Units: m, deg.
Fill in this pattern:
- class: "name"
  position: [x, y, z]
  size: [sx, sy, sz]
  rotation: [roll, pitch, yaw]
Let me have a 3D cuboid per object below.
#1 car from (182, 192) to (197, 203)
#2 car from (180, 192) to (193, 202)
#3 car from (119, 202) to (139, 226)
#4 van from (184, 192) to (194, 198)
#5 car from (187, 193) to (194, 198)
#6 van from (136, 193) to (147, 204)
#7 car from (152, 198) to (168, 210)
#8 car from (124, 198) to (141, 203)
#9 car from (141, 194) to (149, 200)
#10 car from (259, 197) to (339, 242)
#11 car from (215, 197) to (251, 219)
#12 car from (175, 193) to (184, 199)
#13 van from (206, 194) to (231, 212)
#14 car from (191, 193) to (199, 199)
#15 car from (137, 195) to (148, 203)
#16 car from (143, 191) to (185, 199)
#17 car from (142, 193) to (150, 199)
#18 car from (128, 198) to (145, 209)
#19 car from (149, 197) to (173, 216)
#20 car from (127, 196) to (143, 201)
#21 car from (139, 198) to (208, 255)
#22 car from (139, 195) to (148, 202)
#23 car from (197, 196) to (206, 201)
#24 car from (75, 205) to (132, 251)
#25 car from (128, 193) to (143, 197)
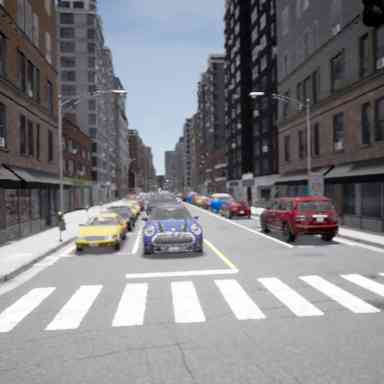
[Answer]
- class: "car"
  position: [-0.510, 0.934, 60.220]
  size: [2.192, 1.841, 5.009]
  rotation: [-1, 0, -7]
- class: "car"
  position: [-1.162, 0.905, 65.839]
  size: [2.192, 1.841, 5.009]
  rotation: [-1, 0, -7]
- class: "car"
  position: [-4.419, 1.526, 19.934]
  size: [1.947, 1.339, 4.313]
  rotation: [-1, 0, -7]
- class: "van"
  position: [0.142, 0.988, 54.601]
  size: [1.690, 1.788, 3.998]
  rotation: [-1, 0, -7]
- class: "car"
  position: [0.796, 1.257, 48.985]
  size: [1.802, 1.307, 4.206]
  rotation: [-1, 0, -7]
- class: "van"
  position: [-8.978, 1.112, 59.254]
  size: [1.690, 1.788, 3.998]
  rotation: [-1, 0, -7]
- class: "car"
  position: [-4.018, 1.411, 41.285]
  size: [1.895, 1.301, 4.718]
  rotation: [-1, 0, -7]
- class: "car"
  position: [-5.051, 1.460, 25.382]
  size: [1.752, 1.417, 4.829]
  rotation: [-1, 0, -7]
- class: "car"
  position: [-11.580, 1.268, 81.720]
  size: [1.802, 1.307, 4.206]
  rotation: [-1, 0, -7]
- class: "car"
  position: [4.700, 1.148, 15.269]
  size: [2.192, 1.841, 5.009]
  rotation: [-1, 0, -7]
- class: "car"
  position: [3.401, 1.326, 26.508]
  size: [1.887, 1.381, 4.507]
  rotation: [-1, 0, -7]
- class: "car"
  position: [-3.114, 0.974, 82.692]
  size: [1.967, 1.590, 4.097]
  rotation: [-1, 0, -7]
- class: "van"
  position: [2.746, 1.097, 32.126]
  size: [1.690, 1.788, 3.998]
  rotation: [-1, 0, -7]
- class: "car"
  position: [1.427, 1.226, 43.534]
  size: [1.752, 1.417, 4.829]
  rotation: [-1, 0, -7]
- class: "car"
  position: [-9.627, 1.287, 64.873]
  size: [1.887, 1.381, 4.507]
  rotation: [-1, 0, -7]
- class: "car"
  position: [-1.974, 1.121, 22.704]
  size: [2.150, 2.045, 5.566]
  rotation: [-1, 0, -6]
- class: "car"
  position: [-12.884, 1.100, 92.954]
  size: [1.967, 1.590, 4.097]
  rotation: [-1, 0, -7]
- class: "car"
  position: [-7.022, 1.436, 42.403]
  size: [1.802, 1.307, 4.206]
  rotation: [-1, 0, -7]
- class: "car"
  position: [-3.055, 1.345, 32.519]
  size: [2.128, 1.511, 4.902]
  rotation: [-1, 0, -6]
- class: "car"
  position: [-5.702, 1.434, 30.999]
  size: [1.752, 1.417, 4.829]
  rotation: [-1, 0, -7]
- class: "car"
  position: [-0.866, 1.294, 13.219]
  size: [2.097, 1.767, 4.553]
  rotation: [-1, 0, -7]
- class: "car"
  position: [-10.278, 1.300, 70.490]
  size: [1.802, 1.307, 4.206]
  rotation: [-1, 0, -7]
- class: "car"
  position: [2.099, 1.311, 37.746]
  size: [1.802, 1.307, 4.206]
  rotation: [-1, 0, -7]
- class: "car"
  position: [-3.749, 1.511, 14.147]
  size: [1.752, 1.417, 4.829]
  rotation: [-1, 0, -7]
- class: "car"
  position: [-6.376, 1.196, 36.785]
  size: [2.192, 1.841, 5.009]
  rotation: [-1, 0, -7]
